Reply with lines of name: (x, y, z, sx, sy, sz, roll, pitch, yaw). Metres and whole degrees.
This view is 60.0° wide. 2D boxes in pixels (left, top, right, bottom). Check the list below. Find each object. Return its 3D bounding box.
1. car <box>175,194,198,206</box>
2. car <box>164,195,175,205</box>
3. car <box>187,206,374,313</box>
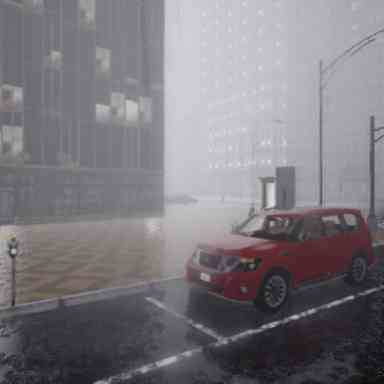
car: (-1.119, 0.984, 45.482, 1.882, 1.535, 5.008, 0, 1, -36)
car: (-4.783, 0.835, 44.975, 2.097, 1.767, 4.553, 0, 1, -36)
car: (2.303, 1.306, 7.821, 5.009, 1.841, 2.192, 0, 0, -35)
